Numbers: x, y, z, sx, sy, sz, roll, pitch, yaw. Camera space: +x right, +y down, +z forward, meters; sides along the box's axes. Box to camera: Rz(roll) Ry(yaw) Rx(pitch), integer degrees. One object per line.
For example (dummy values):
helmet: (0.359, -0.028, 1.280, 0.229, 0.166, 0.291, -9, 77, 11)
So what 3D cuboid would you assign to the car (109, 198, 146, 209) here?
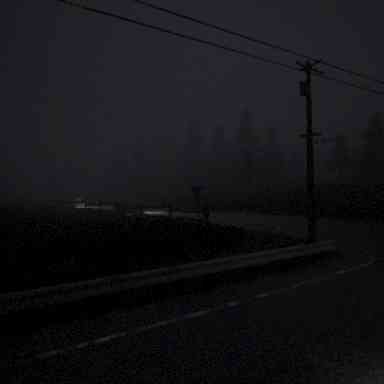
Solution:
car: (-6.625, 1.347, 35.115, 1.812, 1.442, 4.674, -3, 2, -38)

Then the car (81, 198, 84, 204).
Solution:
car: (-20.333, 1.316, 56.779, 2.033, 1.411, 5.357, -3, 2, -42)

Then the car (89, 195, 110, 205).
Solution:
car: (-13.551, 1.221, 49.031, 2.128, 1.511, 4.902, -3, 2, -39)

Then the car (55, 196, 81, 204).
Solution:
car: (-19.362, 1.367, 50.867, 2.128, 1.511, 4.902, -3, 2, -41)
